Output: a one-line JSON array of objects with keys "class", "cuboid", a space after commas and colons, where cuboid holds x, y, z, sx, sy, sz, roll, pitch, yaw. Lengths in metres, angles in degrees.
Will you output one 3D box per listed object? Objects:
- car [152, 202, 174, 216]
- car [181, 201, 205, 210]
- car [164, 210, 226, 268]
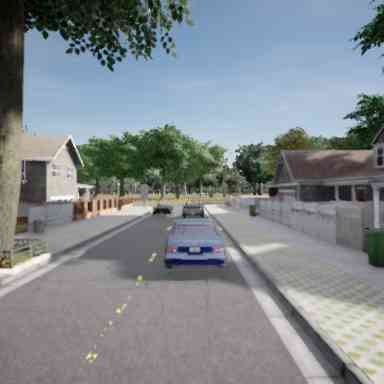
[{"class": "car", "cuboid": [-2.842, 1.675, 33.477, 1.895, 1.301, 4.718, 0, 0, 0]}, {"class": "car", "cuboid": [0.090, 1.558, 29.281, 2.128, 1.511, 4.902, 0, 0, 0]}, {"class": "car", "cuboid": [0.086, 1.574, 11.297, 2.033, 1.411, 5.357, 0, 0, 0]}]
